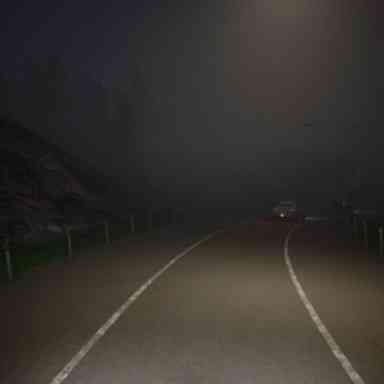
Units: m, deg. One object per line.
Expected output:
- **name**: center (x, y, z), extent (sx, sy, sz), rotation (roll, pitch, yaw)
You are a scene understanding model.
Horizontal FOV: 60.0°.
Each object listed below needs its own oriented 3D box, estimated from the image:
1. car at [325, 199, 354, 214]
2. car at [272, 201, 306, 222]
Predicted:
- **car**: center (17.005, 1.625, 38.130), extent (4.902, 1.511, 2.128), rotation (2, 2, -45)
- **car**: center (7.673, 1.468, 26.163), extent (1.812, 1.442, 4.674), rotation (3, 1, 29)
